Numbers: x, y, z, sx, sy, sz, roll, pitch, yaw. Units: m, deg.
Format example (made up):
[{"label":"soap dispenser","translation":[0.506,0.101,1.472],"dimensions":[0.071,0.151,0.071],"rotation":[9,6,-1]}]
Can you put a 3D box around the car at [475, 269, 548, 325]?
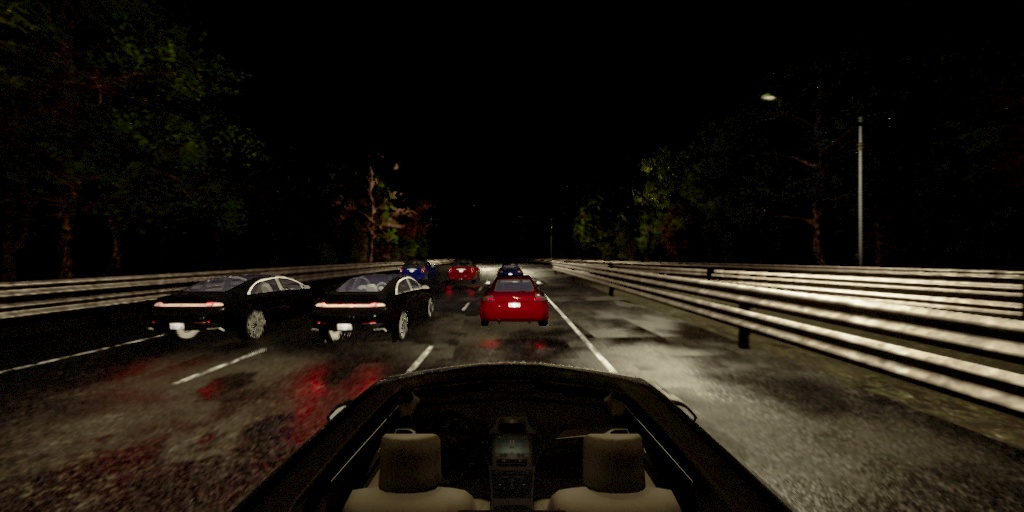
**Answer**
[{"label":"car","translation":[0.053,1.301,11.753],"dimensions":[1.994,1.385,4.181],"rotation":[0,0,0]}]

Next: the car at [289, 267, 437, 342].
[{"label":"car","translation":[-3.434,1.232,9.752],"dimensions":[2.128,1.511,4.902],"rotation":[0,0,0]}]

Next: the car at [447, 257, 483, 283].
[{"label":"car","translation":[-3.638,1.077,27.543],"dimensions":[2.097,1.767,4.553],"rotation":[0,0,-1]}]

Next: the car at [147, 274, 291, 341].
[{"label":"car","translation":[-6.934,1.233,9.835],"dimensions":[2.128,1.511,4.902],"rotation":[0,0,0]}]

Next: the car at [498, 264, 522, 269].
[{"label":"car","translation":[-0.152,1.287,28.412],"dimensions":[1.994,1.385,4.181],"rotation":[0,0,-1]}]

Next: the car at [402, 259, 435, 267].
[{"label":"car","translation":[-7.139,1.078,27.590],"dimensions":[2.097,1.767,4.553],"rotation":[0,0,-1]}]
